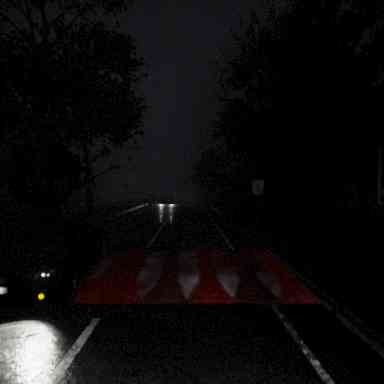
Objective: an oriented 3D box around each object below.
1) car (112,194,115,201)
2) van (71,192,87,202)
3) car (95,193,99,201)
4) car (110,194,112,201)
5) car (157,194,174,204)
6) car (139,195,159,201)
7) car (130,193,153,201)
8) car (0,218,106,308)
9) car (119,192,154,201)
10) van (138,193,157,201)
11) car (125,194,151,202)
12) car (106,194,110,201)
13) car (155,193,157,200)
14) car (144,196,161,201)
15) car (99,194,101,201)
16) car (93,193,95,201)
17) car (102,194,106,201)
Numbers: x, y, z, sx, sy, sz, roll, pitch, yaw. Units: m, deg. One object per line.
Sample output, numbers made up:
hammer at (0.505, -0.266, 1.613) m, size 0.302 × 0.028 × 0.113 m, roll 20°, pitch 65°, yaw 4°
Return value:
car at (-24.147, 1.655, 89.277) m, size 4.892 × 1.521 × 2.231 m, roll 0°, pitch -1°, yaw 0°
van at (-24.092, 0.923, 67.007) m, size 4.442 × 1.987 × 1.878 m, roll 0°, pitch -1°, yaw 0°
car at (-23.835, 1.257, 72.664) m, size 5.366 × 1.575 × 1.946 m, roll 0°, pitch -1°, yaw 0°
car at (-24.126, 1.588, 86.507) m, size 5.008 × 1.535 × 2.097 m, roll 0°, pitch -1°, yaw 0°
car at (-3.744, 1.037, 50.193) m, size 1.837 × 1.490 × 4.892 m, roll 0°, pitch 0°, yaw 0°
car at (-11.055, 1.575, 86.426) m, size 5.008 × 1.535 × 2.097 m, roll 0°, pitch -1°, yaw 0°
car at (-10.970, 1.123, 72.556) m, size 4.553 × 1.767 × 2.185 m, roll 0°, pitch -1°, yaw 0°
car at (-3.418, 1.354, 7.844) m, size 1.994 × 1.385 × 4.181 m, roll -1°, pitch 6°, yaw -1°
car at (-10.687, 1.094, 64.239) m, size 5.366 × 1.575 × 1.946 m, roll 0°, pitch -1°, yaw 0°
van at (-11.144, 1.284, 83.654) m, size 4.442 × 1.987 × 1.878 m, roll 0°, pitch -1°, yaw 0°
car at (-10.900, 1.140, 67.006) m, size 4.892 × 1.521 × 2.231 m, roll 0°, pitch -1°, yaw 0°
car at (-24.102, 1.519, 83.612) m, size 5.008 × 1.535 × 2.097 m, roll 0°, pitch -1°, yaw 0°
car at (-10.933, 1.060, 75.330) m, size 5.566 × 2.045 × 2.435 m, roll 0°, pitch -1°, yaw 0°
car at (-11.119, 1.814, 94.750) m, size 4.674 × 1.452 × 2.002 m, roll 0°, pitch -1°, yaw 0°
car at (-24.036, 1.325, 75.429) m, size 4.892 × 1.521 × 2.231 m, roll 0°, pitch -1°, yaw 0°
car at (-24.026, 0.949, 69.900) m, size 5.566 × 2.045 × 2.435 m, roll 0°, pitch -1°, yaw 0°
car at (-24.055, 1.330, 80.971) m, size 4.553 × 1.767 × 2.185 m, roll 0°, pitch -1°, yaw 0°
